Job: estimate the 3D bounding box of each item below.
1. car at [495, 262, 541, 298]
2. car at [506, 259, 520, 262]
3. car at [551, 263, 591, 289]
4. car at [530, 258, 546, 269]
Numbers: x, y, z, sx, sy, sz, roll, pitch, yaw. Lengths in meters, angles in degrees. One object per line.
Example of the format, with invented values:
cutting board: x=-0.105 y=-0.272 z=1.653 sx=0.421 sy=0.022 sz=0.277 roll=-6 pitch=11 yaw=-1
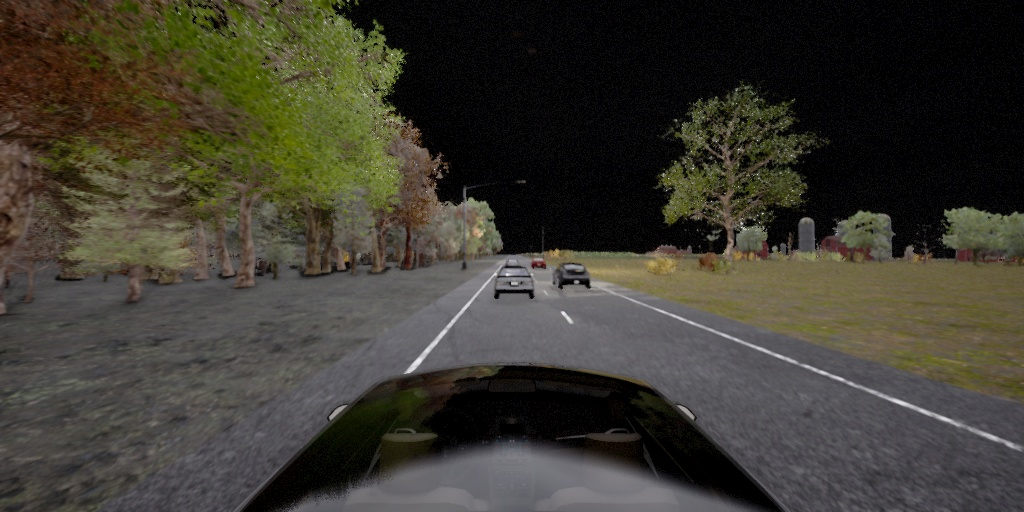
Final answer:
car: x=0.100 y=1.215 z=17.834 sx=2.033 sy=1.411 sz=5.357 roll=0 pitch=0 yaw=0
car: x=0.100 y=1.070 z=47.278 sx=1.994 sy=1.385 sz=4.181 roll=0 pitch=0 yaw=0
car: x=3.575 y=1.152 z=22.158 sx=1.837 sy=1.490 sz=4.892 roll=0 pitch=1 yaw=0
car: x=3.600 y=0.967 z=50.044 sx=1.882 sy=1.535 sz=5.008 roll=0 pitch=1 yaw=0
